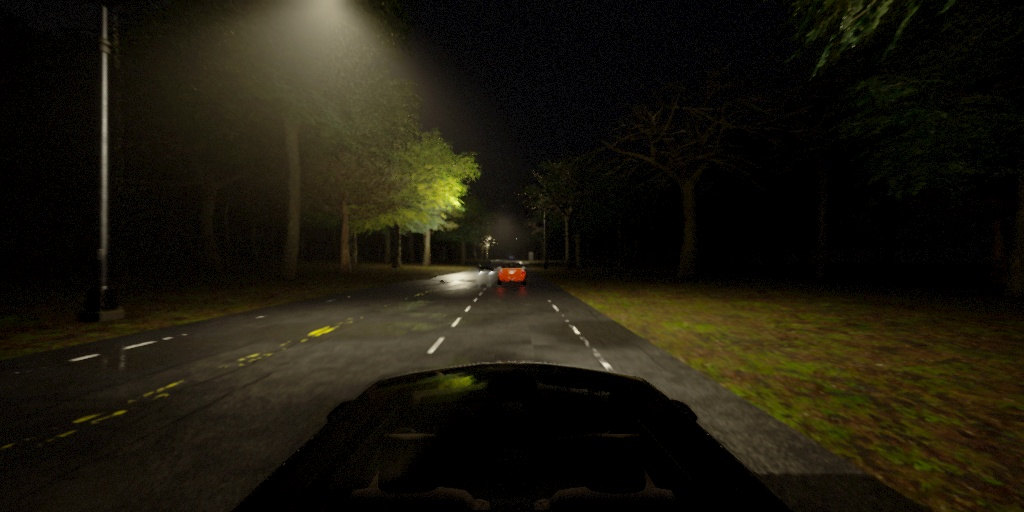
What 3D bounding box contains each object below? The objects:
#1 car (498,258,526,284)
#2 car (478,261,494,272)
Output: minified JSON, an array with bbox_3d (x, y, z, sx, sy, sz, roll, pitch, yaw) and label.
[{"bbox_3d":[-0.020,1.268,28.674,2.097,1.767,4.553,0,0,0],"label":"car"},{"bbox_3d":[-3.716,1.493,51.858,1.837,1.490,4.892,0,0,3],"label":"car"}]
